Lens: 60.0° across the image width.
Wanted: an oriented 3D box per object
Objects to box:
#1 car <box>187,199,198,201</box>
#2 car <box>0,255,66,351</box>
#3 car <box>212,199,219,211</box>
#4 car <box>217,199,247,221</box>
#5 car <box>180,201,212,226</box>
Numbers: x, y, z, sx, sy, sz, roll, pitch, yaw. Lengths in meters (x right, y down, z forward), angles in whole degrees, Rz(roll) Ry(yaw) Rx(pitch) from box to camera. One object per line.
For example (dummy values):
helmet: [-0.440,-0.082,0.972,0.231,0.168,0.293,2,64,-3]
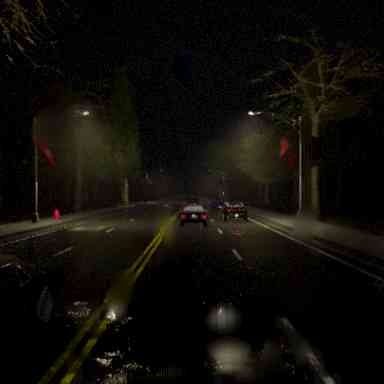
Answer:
car: [0.099,1.630,43.266,1.837,1.490,4.892,0,0,0]
car: [-3.348,1.602,4.244,1.895,1.301,4.718,0,0,-1]
car: [3.354,1.648,42.795,1.812,1.442,4.674,0,0,0]
car: [3.350,1.557,27.408,1.837,1.490,4.892,0,-1,0]
car: [0.102,1.590,23.680,2.033,1.411,5.357,0,0,0]
